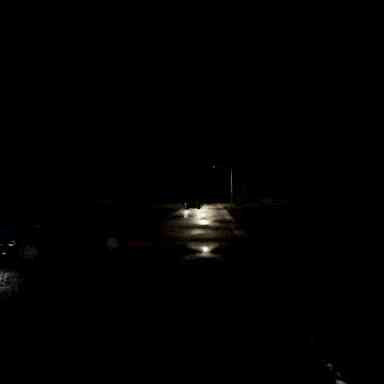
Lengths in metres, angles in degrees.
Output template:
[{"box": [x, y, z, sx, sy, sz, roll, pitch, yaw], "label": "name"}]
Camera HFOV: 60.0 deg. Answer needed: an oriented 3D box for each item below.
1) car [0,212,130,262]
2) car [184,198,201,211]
[{"box": [-4.816, 1.586, 12.859, 5.008, 1.535, 1.882, 0, 3, -41], "label": "car"}, {"box": [0.085, 1.592, 46.003, 2.097, 1.767, 4.553, 0, 0, 3], "label": "car"}]
